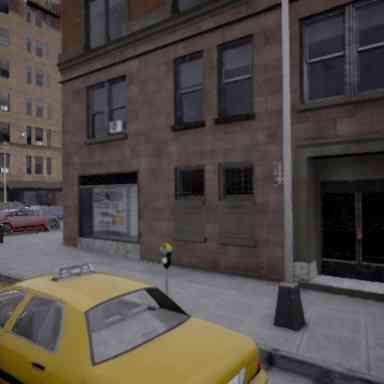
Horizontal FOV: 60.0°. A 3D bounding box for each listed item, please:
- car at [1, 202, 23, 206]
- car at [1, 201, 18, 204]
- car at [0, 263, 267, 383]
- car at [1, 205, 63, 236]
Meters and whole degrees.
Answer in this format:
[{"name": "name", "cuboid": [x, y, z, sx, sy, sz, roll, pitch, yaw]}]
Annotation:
[{"name": "car", "cuboid": [-12.297, 1.777, 27.297, 2.033, 1.411, 5.357, -1, -1, 36]}, {"name": "car", "cuboid": [-16.045, 1.613, 27.664, 2.097, 1.767, 4.553, -1, -1, 36]}, {"name": "car", "cuboid": [-1.579, 1.539, 3.982, 4.829, 1.417, 1.752, 0, -1, 36]}, {"name": "car", "cuboid": [-9.816, 1.666, 19.224, 1.994, 1.385, 4.181, -1, -1, 34]}]
